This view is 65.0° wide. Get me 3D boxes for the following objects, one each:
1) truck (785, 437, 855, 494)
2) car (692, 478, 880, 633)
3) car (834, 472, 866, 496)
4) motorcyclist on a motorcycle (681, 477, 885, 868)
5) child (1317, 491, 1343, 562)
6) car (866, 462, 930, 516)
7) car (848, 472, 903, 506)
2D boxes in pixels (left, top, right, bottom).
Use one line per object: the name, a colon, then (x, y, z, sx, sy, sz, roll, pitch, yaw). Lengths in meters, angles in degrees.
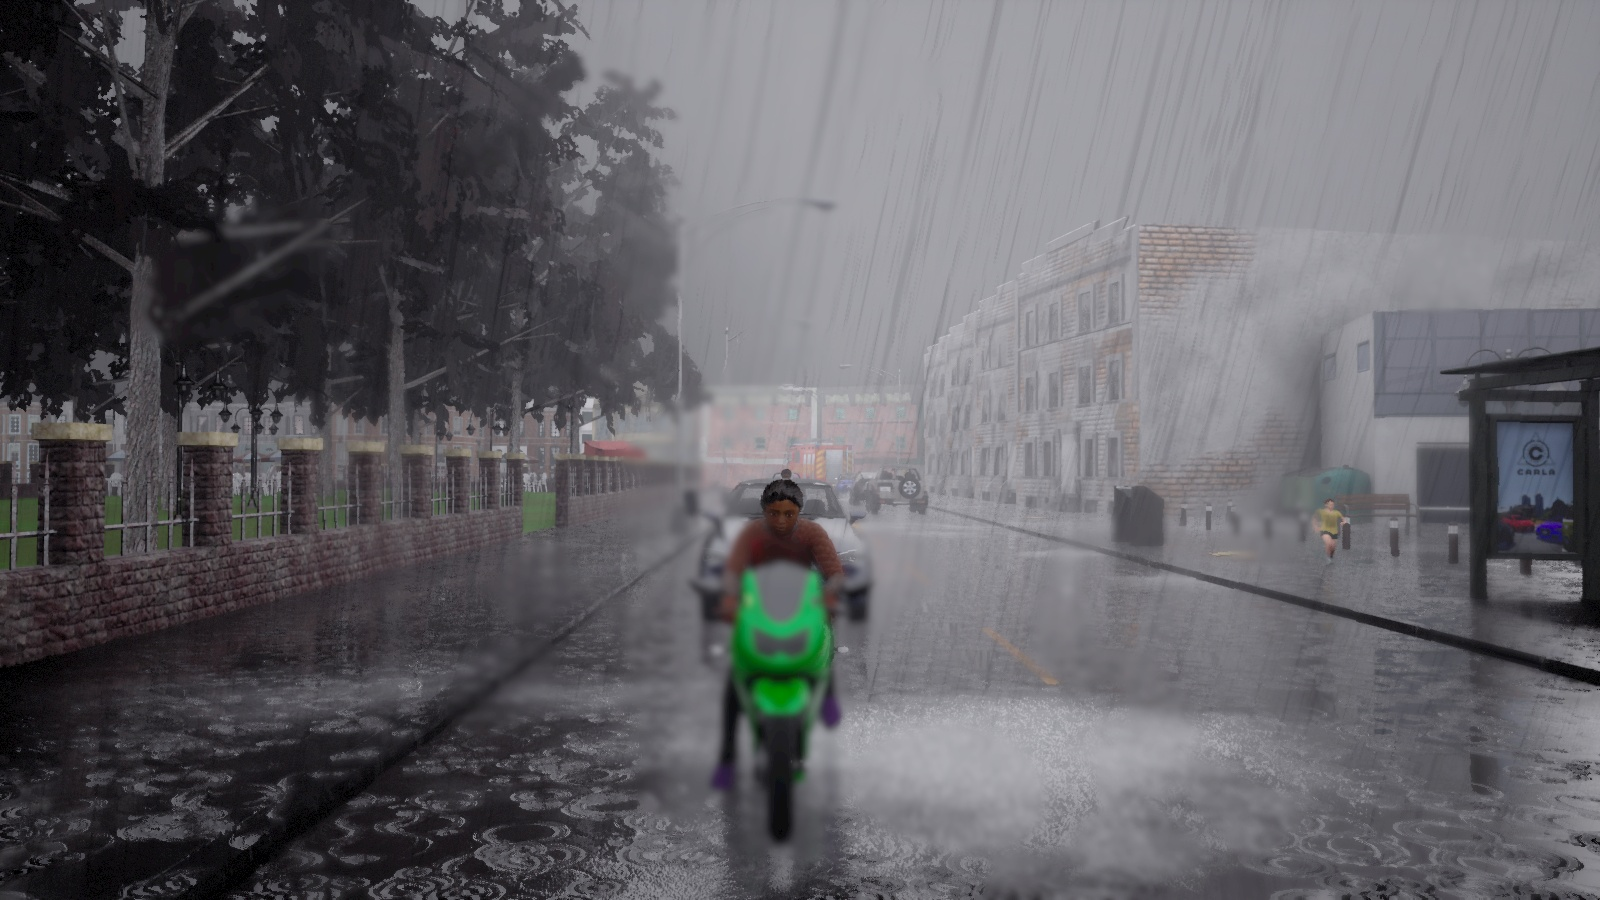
truck: (1.320, 1.139, 89.506, 2.891, 3.827, 8.468, 0, -1, -14)
car: (-0.158, 1.068, 14.272, 1.816, 1.474, 4.193, 0, -1, -1)
car: (3.144, 2.156, 80.022, 1.816, 1.474, 4.193, 0, -1, -1)
motorcyclist on a motorcycle: (-0.078, 0.897, 5.979, 0.797, 1.523, 2.044, 0, -1, -1)
child: (8.324, 1.196, 19.725, 0.255, 1.110, 0.394, 0, -1, 6)
car: (3.522, 1.387, 45.976, 1.932, 1.855, 4.605, 0, -1, -1)
car: (3.395, 1.764, 57.486, 2.163, 1.488, 4.792, 0, -1, -1)
